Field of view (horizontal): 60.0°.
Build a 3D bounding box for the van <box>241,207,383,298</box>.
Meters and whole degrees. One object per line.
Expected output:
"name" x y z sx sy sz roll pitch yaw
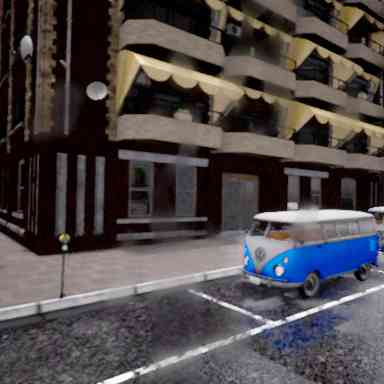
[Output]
"van" 3.049 1.371 8.339 3.998 1.788 1.690 0 1 -36
